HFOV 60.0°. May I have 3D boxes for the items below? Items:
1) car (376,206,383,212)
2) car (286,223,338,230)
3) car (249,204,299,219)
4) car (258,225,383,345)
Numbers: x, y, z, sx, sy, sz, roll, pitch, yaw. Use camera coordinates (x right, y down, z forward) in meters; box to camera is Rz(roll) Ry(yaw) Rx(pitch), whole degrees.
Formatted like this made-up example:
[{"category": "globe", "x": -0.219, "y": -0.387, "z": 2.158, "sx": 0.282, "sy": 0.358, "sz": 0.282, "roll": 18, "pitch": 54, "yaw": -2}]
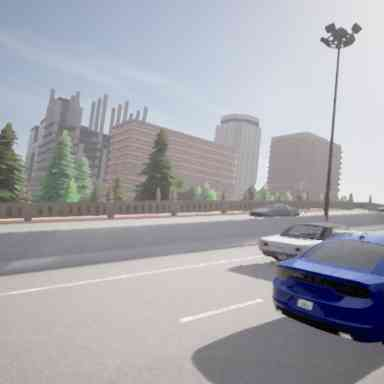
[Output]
[{"category": "car", "x": 22.951, "y": 1.981, "z": 37.774, "sx": 5.357, "sy": 1.411, "sz": 2.033, "roll": 1, "pitch": 0, "yaw": -36}, {"category": "car", "x": 4.537, "y": 1.711, "z": 11.336, "sx": 4.718, "sy": 1.301, "sz": 1.895, "roll": 1, "pitch": 0, "yaw": -36}, {"category": "car", "x": 7.805, "y": 1.811, "z": 31.194, "sx": 5.357, "sy": 1.411, "sz": 2.033, "roll": 1, "pitch": 0, "yaw": -36}, {"category": "car", "x": 3.695, "y": 1.549, "z": 6.416, "sx": 5.008, "sy": 1.535, "sz": 1.882, "roll": 1, "pitch": 0, "yaw": -36}]
